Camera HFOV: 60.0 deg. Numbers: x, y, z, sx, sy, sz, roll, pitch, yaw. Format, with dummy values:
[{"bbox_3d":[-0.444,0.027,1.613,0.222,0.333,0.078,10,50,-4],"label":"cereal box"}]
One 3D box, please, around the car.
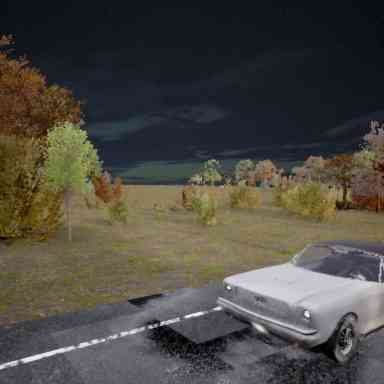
[{"bbox_3d":[2.749,1.600,5.972,4.718,1.301,1.895,0,0,-36],"label":"car"}]
